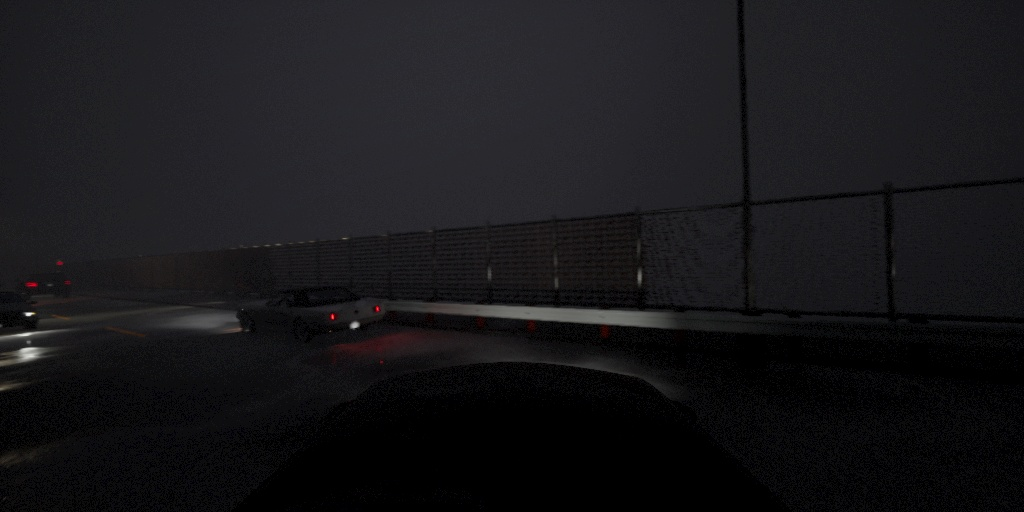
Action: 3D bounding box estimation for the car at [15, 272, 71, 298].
[{"bbox_3d":[-36.540,2.313,27.939,5.566,2.045,2.150,-2,0,31],"label":"car"}]

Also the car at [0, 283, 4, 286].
[{"bbox_3d":[-27.997,1.998,18.196,5.566,2.045,2.150,-2,0,30],"label":"car"}]

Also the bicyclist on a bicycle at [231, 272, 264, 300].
[{"bbox_3d":[-14.974,1.509,20.079,0.582,1.620,1.656,-2,31,30],"label":"bicyclist on a bicycle"}]

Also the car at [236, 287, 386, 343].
[{"bbox_3d":[-5.965,1.571,10.399,4.718,1.301,1.895,-2,0,31],"label":"car"}]

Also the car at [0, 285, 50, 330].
[{"bbox_3d":[-19.186,2.001,13.068,5.357,1.411,2.033,-2,0,30],"label":"car"}]
